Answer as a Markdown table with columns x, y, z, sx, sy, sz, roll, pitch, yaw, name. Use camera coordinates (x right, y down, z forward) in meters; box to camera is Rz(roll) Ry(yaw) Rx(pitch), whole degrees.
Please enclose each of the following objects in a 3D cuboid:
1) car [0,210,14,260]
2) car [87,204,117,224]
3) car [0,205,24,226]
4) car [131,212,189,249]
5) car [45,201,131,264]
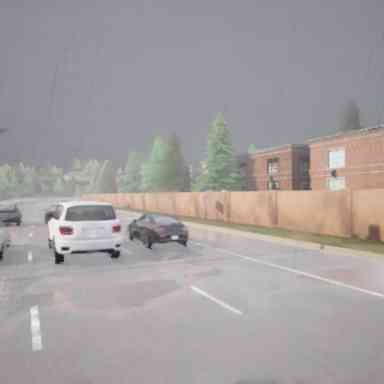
| x | y | z | sx | sy | sz | roll | pitch | yaw | name |
| --- | --- | --- | --- | --- | --- | --- | --- | --- | --- |
| -7.944 | 1.646 | 12.439 | 1.812 | 1.442 | 4.674 | 0 | 0 | -25 | car |
| -7.886 | 1.809 | 28.815 | 1.812 | 1.442 | 4.674 | 0 | 0 | -24 | car |
| -14.086 | 1.740 | 25.534 | 2.128 | 1.511 | 4.902 | 0 | 0 | -24 | car |
| -1.675 | 1.681 | 15.557 | 1.812 | 1.442 | 4.674 | 0 | 0 | -25 | car |
| -4.244 | 1.351 | 12.791 | 2.150 | 2.045 | 5.566 | 0 | 0 | -26 | car |
